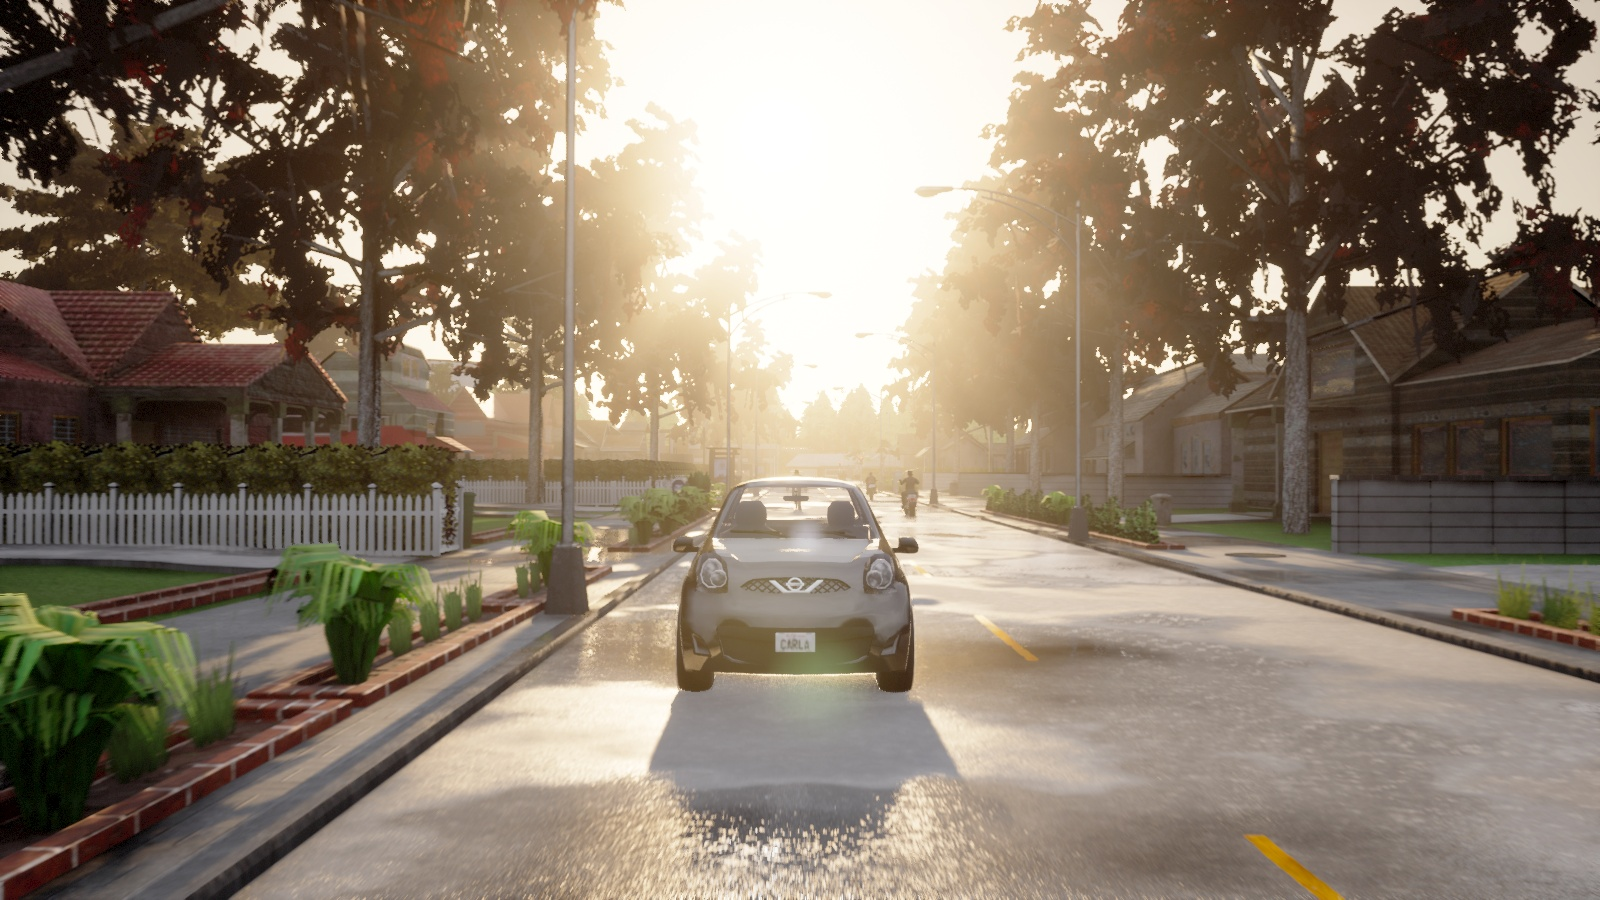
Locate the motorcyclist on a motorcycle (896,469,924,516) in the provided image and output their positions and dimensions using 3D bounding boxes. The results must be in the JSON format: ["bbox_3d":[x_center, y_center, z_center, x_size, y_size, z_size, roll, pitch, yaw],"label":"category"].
[{"bbox_3d":[3.890,1.497,44.647,0.766,1.649,2.350,0,-1,0],"label":"motorcyclist on a motorcycle"}]

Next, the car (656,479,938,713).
[{"bbox_3d":[-0.025,0.997,10.052,1.845,1.501,3.633,0,-1,0],"label":"car"}]
